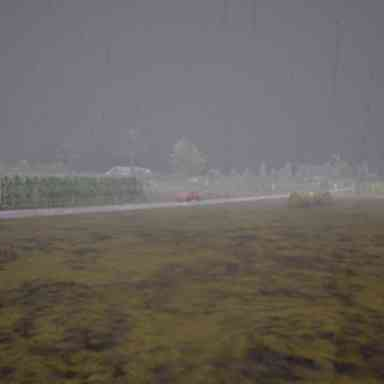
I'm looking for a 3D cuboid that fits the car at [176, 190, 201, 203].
[{"bbox_3d":[-0.589,0.775,60.323,2.150,2.045,5.566,3,2,36],"label":"car"}]
